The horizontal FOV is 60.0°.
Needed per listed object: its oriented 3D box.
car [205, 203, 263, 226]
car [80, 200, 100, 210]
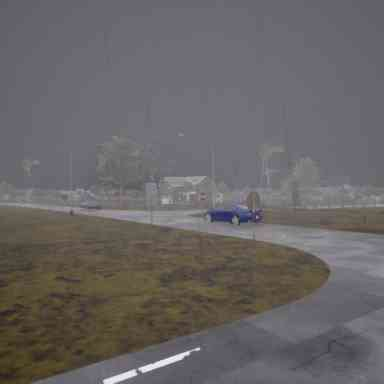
[{"bbox_3d":[2.925,1.552,24.295,1.882,1.535,5.008,-1,0,-35],"label":"car"},{"bbox_3d":[-15.244,1.920,49.644,1.994,1.385,4.181,-1,0,-35],"label":"car"}]
